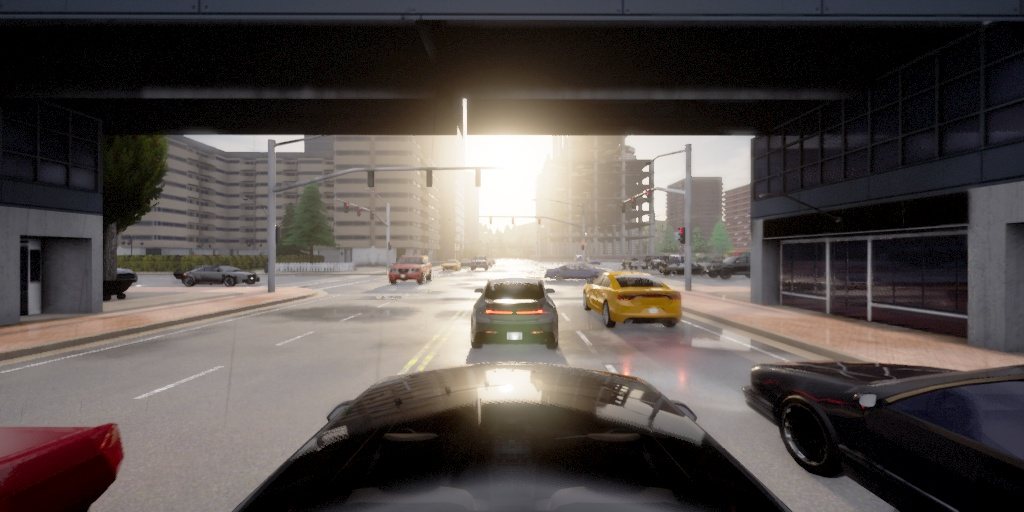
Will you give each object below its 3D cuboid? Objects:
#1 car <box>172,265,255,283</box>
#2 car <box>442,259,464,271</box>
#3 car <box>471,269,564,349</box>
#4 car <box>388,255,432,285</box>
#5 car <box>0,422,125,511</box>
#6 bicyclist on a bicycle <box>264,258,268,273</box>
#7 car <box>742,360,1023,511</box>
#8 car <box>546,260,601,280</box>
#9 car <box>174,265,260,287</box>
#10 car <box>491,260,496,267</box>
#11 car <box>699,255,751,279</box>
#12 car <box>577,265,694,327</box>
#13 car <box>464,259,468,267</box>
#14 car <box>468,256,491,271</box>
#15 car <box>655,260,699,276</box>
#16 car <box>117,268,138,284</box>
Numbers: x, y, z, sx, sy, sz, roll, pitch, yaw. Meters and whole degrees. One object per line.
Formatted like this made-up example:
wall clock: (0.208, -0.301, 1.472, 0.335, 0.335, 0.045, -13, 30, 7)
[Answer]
car: (-22.750, 1.345, 27.439, 4.718, 1.301, 1.895, 0, 0, 0)
car: (-7.990, 1.218, 47.673, 1.882, 1.535, 5.008, 0, 1, 0)
car: (0.066, 1.253, 9.143, 1.837, 1.490, 4.892, 0, 0, 0)
car: (-7.306, 0.966, 26.361, 2.150, 2.045, 5.566, 0, 0, -3)
car: (-3.600, 1.351, 0.182, 1.895, 1.301, 4.718, 0, 0, 0)
bicyclist on a bicycle: (-25.995, 1.043, 38.409, 0.582, 1.620, 1.656, 0, 0, 0)
car: (3.600, 1.297, 1.687, 2.033, 1.411, 5.357, 0, 0, 0)
car: (5.257, 1.291, 28.430, 5.357, 1.411, 2.033, 0, 0, 16)
car: (-19.376, 1.309, 23.959, 4.181, 1.385, 1.994, 0, 0, 0)
car: (-4.556, 1.228, 64.829, 2.128, 1.511, 4.902, 0, 0, 0)
car: (19.904, 0.965, 31.375, 5.566, 2.045, 2.150, 0, 0, 1)
car: (3.578, 1.225, 11.513, 1.882, 1.535, 5.008, 0, 0, 0)
car: (-8.055, 1.214, 62.022, 1.882, 1.535, 5.008, 0, 0, 0)
car: (-4.506, 0.961, 50.558, 2.150, 2.045, 5.566, 0, 0, 0)
car: (16.892, 1.343, 34.914, 4.718, 1.301, 1.895, 0, 0, 0)
car: (-27.983, 1.097, 23.919, 4.553, 1.767, 2.097, 0, 0, 0)
